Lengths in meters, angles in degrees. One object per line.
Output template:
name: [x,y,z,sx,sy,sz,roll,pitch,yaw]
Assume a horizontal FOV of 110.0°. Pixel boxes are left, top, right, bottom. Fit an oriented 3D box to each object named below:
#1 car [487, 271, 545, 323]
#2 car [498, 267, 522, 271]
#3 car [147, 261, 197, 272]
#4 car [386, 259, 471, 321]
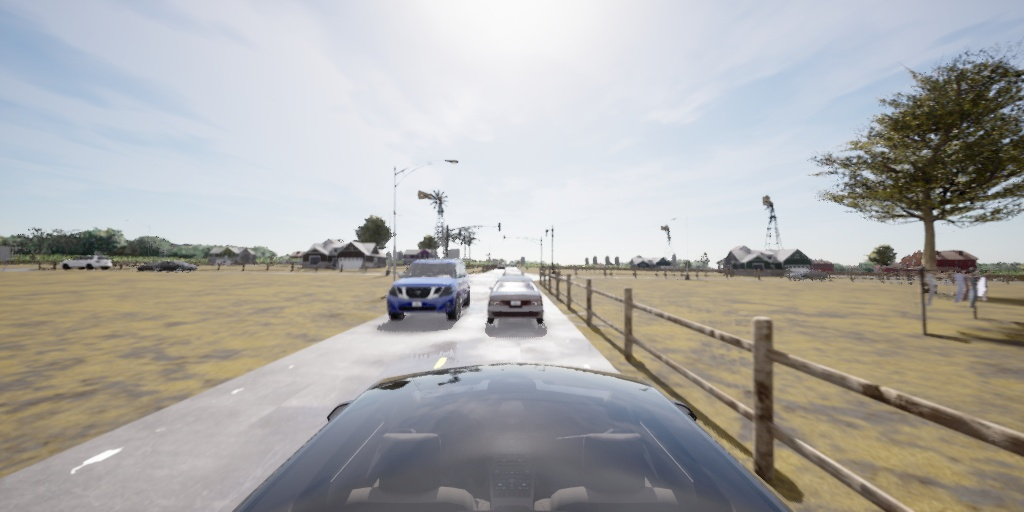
car: [0.105,1.440,12.832,2.033,1.411,5.357,0,-1,0]
car: [0.096,1.736,28.397,1.895,1.301,4.718,0,-1,0]
car: [-44.352,1.408,47.275,4.892,1.490,1.837,1,-2,1]
car: [-2.843,1.124,13.505,2.150,2.045,5.566,0,-1,0]
